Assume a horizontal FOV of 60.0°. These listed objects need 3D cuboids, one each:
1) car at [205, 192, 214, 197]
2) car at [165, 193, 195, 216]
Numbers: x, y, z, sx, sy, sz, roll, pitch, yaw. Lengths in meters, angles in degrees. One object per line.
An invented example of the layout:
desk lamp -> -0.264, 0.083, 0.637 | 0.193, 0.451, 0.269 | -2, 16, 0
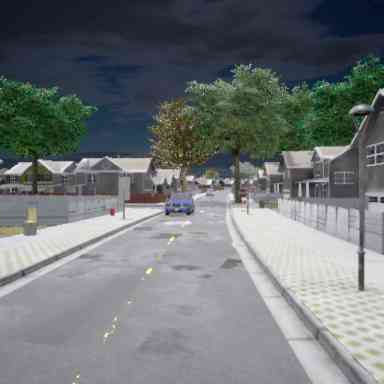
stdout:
car -> 4.480, 0.636, 83.307 | 1.994, 1.385, 4.181 | 0, 1, 6
car -> -1.020, 1.106, 30.672 | 2.150, 2.045, 5.566 | 0, 1, 6
